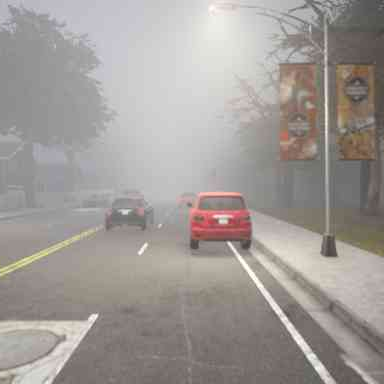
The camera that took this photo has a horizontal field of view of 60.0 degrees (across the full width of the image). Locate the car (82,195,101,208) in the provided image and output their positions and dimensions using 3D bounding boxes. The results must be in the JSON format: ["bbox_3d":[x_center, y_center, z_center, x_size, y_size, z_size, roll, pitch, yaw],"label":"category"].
[{"bbox_3d":[-10.254,1.007,35.685,1.994,1.385,4.181,0,1,-1],"label":"car"}]

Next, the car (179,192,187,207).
[{"bbox_3d":[-0.383,0.766,37.609,2.097,1.767,4.553,0,1,0],"label":"car"}]

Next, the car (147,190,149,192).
[{"bbox_3d":[-10.628,0.359,76.434,1.812,1.442,4.674,0,1,-1],"label":"car"}]

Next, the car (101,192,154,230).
[{"bbox_3d":[-3.363,1.050,18.702,2.097,1.767,4.553,0,1,-1],"label":"car"}]

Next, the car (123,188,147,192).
[{"bbox_3d":[-7.039,0.616,38.877,2.150,2.045,5.566,0,1,-1],"label":"car"}]

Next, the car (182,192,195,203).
[{"bbox_3d":[-0.554,0.759,48.861,1.837,1.490,4.892,0,0,0],"label":"car"}]

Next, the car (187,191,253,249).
[{"bbox_3d":[0.984,1.004,13.456,2.150,2.045,5.566,0,1,-1],"label":"car"}]
